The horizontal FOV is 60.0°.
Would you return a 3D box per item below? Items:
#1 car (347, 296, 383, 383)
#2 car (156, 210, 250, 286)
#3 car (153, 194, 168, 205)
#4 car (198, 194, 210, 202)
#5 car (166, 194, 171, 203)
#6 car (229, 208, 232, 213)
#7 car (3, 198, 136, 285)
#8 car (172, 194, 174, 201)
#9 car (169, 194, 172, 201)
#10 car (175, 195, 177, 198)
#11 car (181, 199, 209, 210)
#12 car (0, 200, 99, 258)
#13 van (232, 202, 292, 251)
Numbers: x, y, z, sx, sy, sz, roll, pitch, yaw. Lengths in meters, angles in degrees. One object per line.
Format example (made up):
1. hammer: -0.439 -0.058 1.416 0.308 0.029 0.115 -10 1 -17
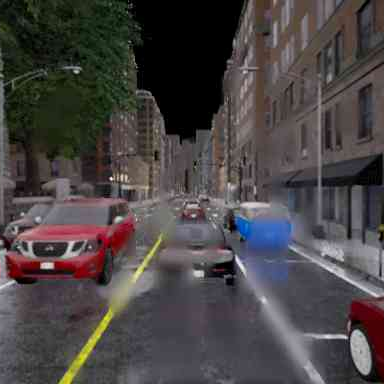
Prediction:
1. car: 2.856 1.547 2.566 1.887 1.381 4.507 0 0 0
2. car: 0.103 1.500 9.405 2.128 1.511 4.902 0 0 0
3. car: -5.653 1.540 57.368 1.752 1.417 4.829 0 0 0
4. car: 2.875 1.464 73.924 1.967 1.590 4.097 0 0 0
5. car: -5.652 1.568 62.988 2.008 1.369 4.403 0 0 0
6. car: 2.861 1.578 19.547 1.947 1.339 4.313 0 0 0
7. car: -3.090 1.229 9.881 2.150 2.045 5.566 0 0 0
8. car: -5.649 1.569 73.890 1.887 1.381 4.507 0 0 0
9. car: -5.650 1.565 68.439 1.887 1.381 4.507 0 0 0
10. car: -5.646 1.585 84.792 2.008 1.369 4.403 0 0 0
11. car: 0.110 1.539 26.083 1.812 1.442 4.674 0 0 0
12. car: -5.665 1.325 13.849 2.192 1.841 5.009 0 0 0
13. van: 2.859 1.351 13.887 1.690 1.788 3.998 0 0 0
